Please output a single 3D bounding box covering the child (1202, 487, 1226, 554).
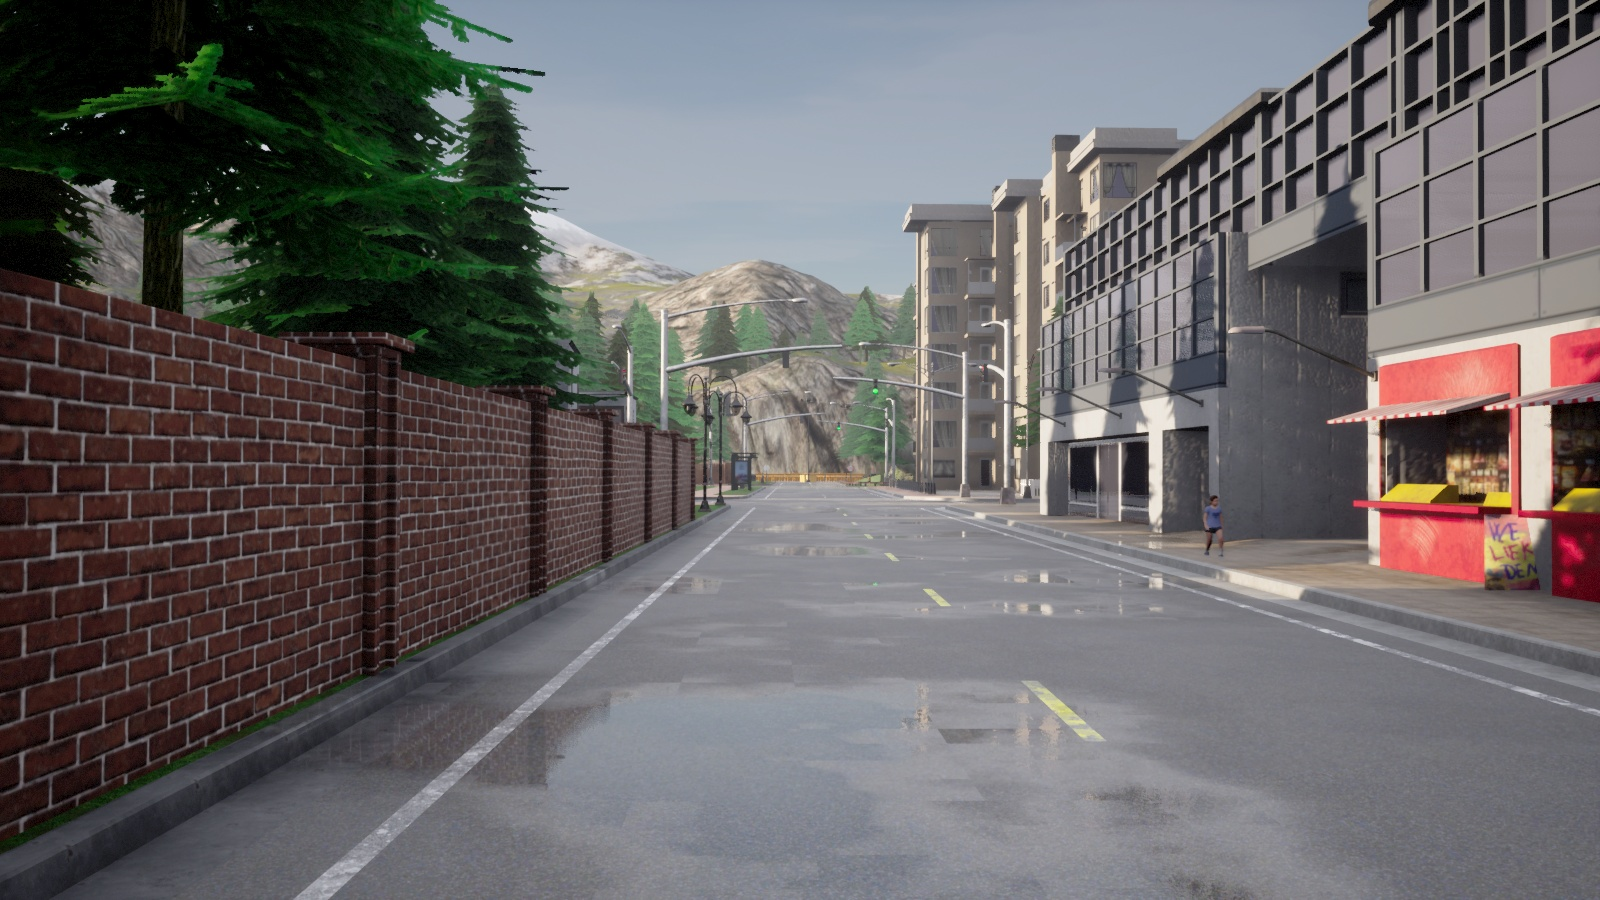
[{"bbox_3d":[6.981,1.182,21.188,0.255,1.110,0.394,0,-1,-3],"label":"child"}]
